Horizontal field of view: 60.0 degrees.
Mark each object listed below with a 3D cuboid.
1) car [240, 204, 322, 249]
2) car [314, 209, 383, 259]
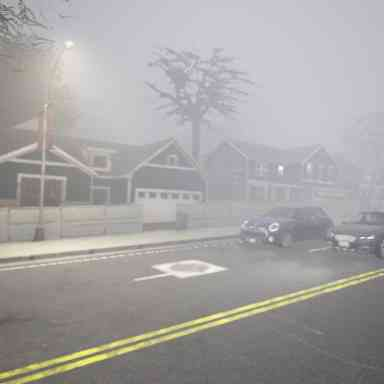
[{"bbox_3d":[4.270,1.372,14.713,4.553,1.767,2.097,0,0,-35],"label":"car"},{"bbox_3d":[7.191,1.513,12.802,4.902,1.511,2.128,0,0,-35],"label":"car"}]
